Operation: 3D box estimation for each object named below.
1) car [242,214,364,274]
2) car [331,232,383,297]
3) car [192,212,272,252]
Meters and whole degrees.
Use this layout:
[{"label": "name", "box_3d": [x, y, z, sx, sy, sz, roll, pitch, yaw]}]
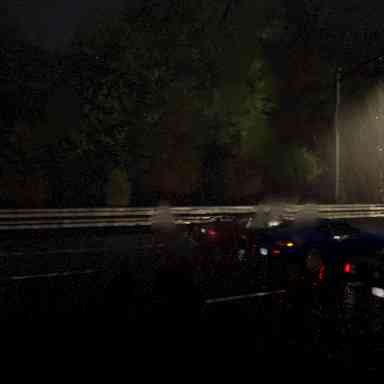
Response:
[{"label": "car", "box_3d": [4.134, 1.533, 10.402, 4.674, 1.442, 1.812, 0, 0, -24]}, {"label": "car", "box_3d": [5.574, 1.632, 7.218, 4.718, 1.301, 1.895, 0, 0, -24]}, {"label": "car", "box_3d": [2.697, 1.524, 13.596, 5.357, 1.411, 2.033, 0, 0, -24]}]
